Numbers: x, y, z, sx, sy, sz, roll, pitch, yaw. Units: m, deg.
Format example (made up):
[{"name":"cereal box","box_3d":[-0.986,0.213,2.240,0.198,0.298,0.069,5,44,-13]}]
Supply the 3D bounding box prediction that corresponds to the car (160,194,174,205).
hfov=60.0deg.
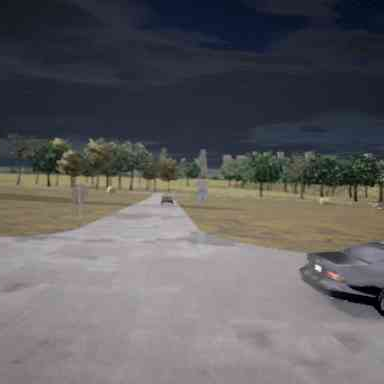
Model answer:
[{"name":"car","box_3d":[-3.869,1.167,52.109,1.837,1.490,4.892,1,0,-4]}]

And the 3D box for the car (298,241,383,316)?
[{"name":"car","box_3d":[5.256,1.866,7.489,5.357,1.411,2.033,3,1,-4]}]

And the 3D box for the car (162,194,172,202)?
[{"name":"car","box_3d":[-4.885,1.153,64.550,1.812,1.442,4.674,1,0,-4]}]
